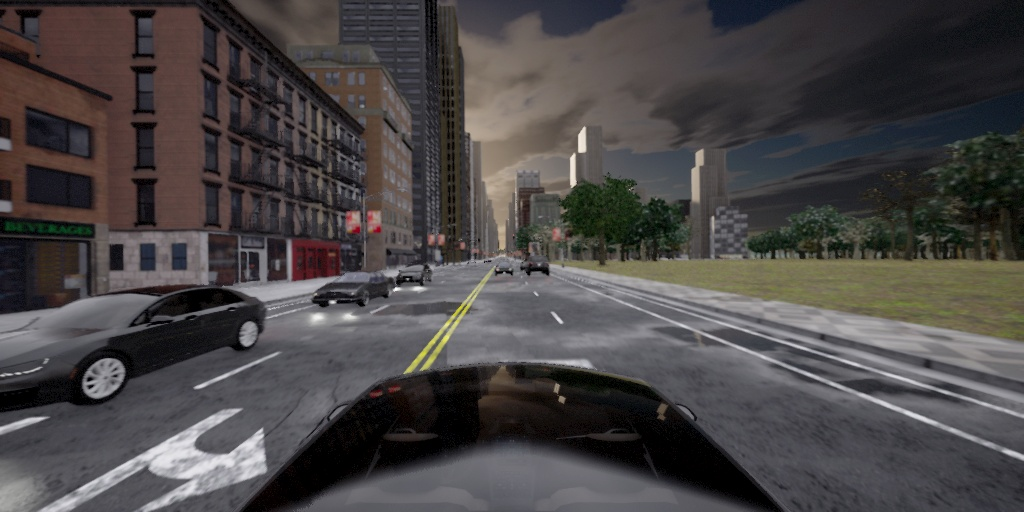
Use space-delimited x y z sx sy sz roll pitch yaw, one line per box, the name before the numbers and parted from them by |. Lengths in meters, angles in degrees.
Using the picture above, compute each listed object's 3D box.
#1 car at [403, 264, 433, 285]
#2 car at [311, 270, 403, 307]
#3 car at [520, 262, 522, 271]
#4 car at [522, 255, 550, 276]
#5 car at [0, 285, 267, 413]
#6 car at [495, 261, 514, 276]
car | -7.148 1.342 26.794 1.837 1.490 4.892 -1 0 -1
car | -6.908 1.383 16.354 2.033 1.411 5.357 -1 0 -1
car | 2.145 1.283 49.796 1.994 1.385 4.181 -1 0 -1
car | 2.534 0.935 36.823 2.150 2.045 5.566 -1 0 -2
car | -6.665 1.339 6.498 1.837 1.490 4.892 -1 0 -1
car | -0.806 1.356 36.800 1.895 1.301 4.718 -1 0 -1
